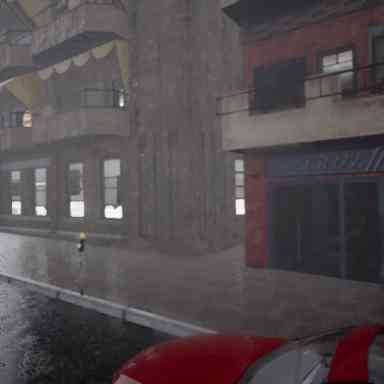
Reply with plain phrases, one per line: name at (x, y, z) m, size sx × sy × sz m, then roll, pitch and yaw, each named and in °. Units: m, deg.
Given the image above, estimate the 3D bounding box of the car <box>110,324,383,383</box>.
car at (1.202, 1.582, 2.037) m, size 4.206 × 1.307 × 1.802 m, roll 0°, pitch -1°, yaw 35°
